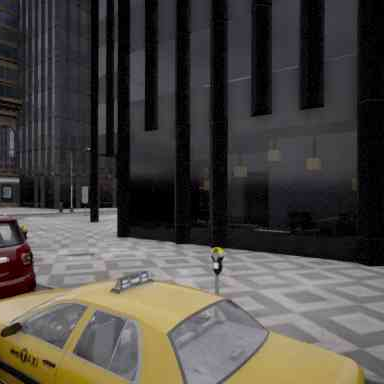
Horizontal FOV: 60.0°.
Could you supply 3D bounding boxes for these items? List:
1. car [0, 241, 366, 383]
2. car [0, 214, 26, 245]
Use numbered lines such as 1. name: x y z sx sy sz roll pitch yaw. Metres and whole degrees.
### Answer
1. car: -0.814 1.525 3.531 4.829 1.417 1.752 0 0 35
2. car: -5.109 1.314 6.560 5.009 1.841 2.192 0 0 35
